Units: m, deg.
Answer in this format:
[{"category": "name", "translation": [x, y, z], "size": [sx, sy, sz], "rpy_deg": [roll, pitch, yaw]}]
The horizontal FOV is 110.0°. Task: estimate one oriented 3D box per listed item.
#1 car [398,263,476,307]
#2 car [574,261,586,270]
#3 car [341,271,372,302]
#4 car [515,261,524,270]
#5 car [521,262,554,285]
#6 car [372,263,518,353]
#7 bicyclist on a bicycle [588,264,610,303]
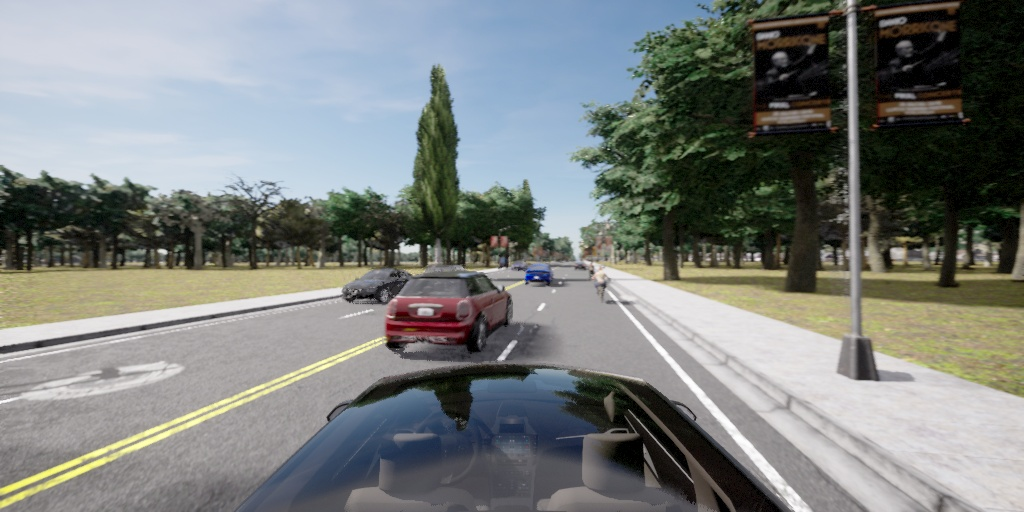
[{"category": "car", "translation": [-3.391, 1.251, 17.219], "size": [2.097, 1.767, 4.553], "rpy_deg": [0, 0, 11]}, {"category": "car", "translation": [11.699, 1.697, 61.387], "size": [1.812, 1.442, 4.674], "rpy_deg": [0, 0, 11]}, {"category": "car", "translation": [-6.519, 1.431, 18.169], "size": [1.837, 1.490, 4.892], "rpy_deg": [0, 0, 11]}, {"category": "car", "translation": [1.195, 1.569, 59.257], "size": [2.097, 1.767, 4.553], "rpy_deg": [0, 0, 11]}, {"category": "car", "translation": [2.257, 1.435, 28.632], "size": [1.882, 1.535, 5.008], "rpy_deg": [0, 0, 11]}, {"category": "car", "translation": [-1.353, 1.173, 9.366], "size": [2.097, 1.767, 4.553], "rpy_deg": [0, 0, 11]}, {"category": "bicyclist on a bicycle", "translation": [4.041, 1.282, 16.295], "size": [0.866, 1.612, 1.509], "rpy_deg": [0, 0, 11]}]
